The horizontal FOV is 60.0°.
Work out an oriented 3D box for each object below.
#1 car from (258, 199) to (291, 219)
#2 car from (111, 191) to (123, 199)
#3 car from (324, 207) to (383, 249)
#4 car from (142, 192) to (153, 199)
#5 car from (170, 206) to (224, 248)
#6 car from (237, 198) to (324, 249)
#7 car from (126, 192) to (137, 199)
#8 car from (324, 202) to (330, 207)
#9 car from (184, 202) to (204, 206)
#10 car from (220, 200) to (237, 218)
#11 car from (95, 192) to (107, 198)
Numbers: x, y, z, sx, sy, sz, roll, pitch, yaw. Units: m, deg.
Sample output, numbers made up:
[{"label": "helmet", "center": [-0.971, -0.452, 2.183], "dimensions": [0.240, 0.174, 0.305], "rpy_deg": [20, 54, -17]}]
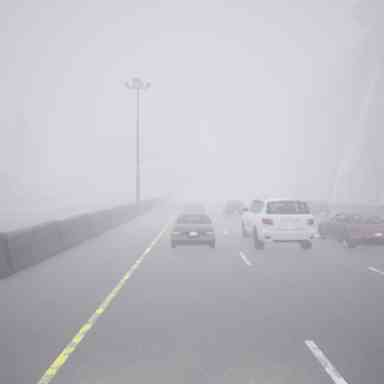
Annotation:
[{"label": "car", "center": [7.180, 1.454, 29.548], "dimensions": [1.812, 1.442, 4.674], "rpy_deg": [0, 0, 0]}, {"label": "car", "center": [-16.968, 0.646, 74.983], "dimensions": [1.882, 1.535, 5.008], "rpy_deg": [0, 1, 0]}, {"label": "car", "center": [7.063, 1.570, 14.552], "dimensions": [1.994, 1.385, 4.181], "rpy_deg": [0, 0, 0]}, {"label": "car", "center": [-9.968, 0.692, 74.930], "dimensions": [1.812, 1.442, 4.674], "rpy_deg": [0, 1, 0]}, {"label": "car", "center": [0.063, 1.561, 14.607], "dimensions": [2.033, 1.411, 5.357], "rpy_deg": [0, 0, 0]}, {"label": "car", "center": [3.563, 1.255, 14.610], "dimensions": [2.150, 2.045, 5.566], "rpy_deg": [0, 0, 0]}, {"label": "car", "center": [-13.468, 0.708, 74.957], "dimensions": [2.033, 1.411, 5.357], "rpy_deg": [0, 1, 0]}, {"label": "car", "center": [10.679, 1.437, 29.521], "dimensions": [1.837, 1.490, 4.892], "rpy_deg": [0, 0, 0]}, {"label": "car", "center": [0.180, 1.537, 29.633], "dimensions": [1.895, 1.301, 4.718], "rpy_deg": [0, 0, 0]}, {"label": "car", "center": [3.680, 1.437, 29.575], "dimensions": [1.837, 1.490, 4.892], "rpy_deg": [0, 0, 0]}, {"label": "car", "center": [-20.468, 0.721, 75.012], "dimensions": [1.994, 1.385, 4.181], "rpy_deg": [0, 1, 0]}]
